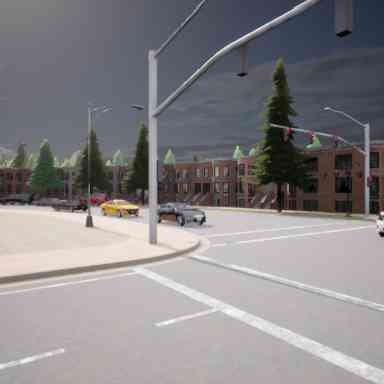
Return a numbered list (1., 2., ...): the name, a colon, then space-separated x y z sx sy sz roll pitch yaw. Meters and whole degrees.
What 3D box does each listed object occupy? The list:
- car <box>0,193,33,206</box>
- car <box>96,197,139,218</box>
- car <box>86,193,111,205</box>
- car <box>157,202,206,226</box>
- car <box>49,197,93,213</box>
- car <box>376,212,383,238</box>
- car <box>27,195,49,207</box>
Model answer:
1. car: -29.313 1.221 56.044 5.566 2.045 2.150 0 0 10
2. car: -6.732 1.478 30.902 1.882 1.535 5.008 0 0 -40
3. car: -14.878 1.220 51.184 5.566 2.045 2.150 0 0 27
4. car: -0.978 1.491 23.340 2.128 1.511 4.902 0 0 -36
5. car: -13.904 1.601 37.963 4.718 1.301 1.895 0 0 37
6. car: 11.346 1.222 16.405 5.566 2.045 2.150 0 0 -36
7. car: -21.755 1.547 50.442 5.357 1.411 2.033 0 0 20
